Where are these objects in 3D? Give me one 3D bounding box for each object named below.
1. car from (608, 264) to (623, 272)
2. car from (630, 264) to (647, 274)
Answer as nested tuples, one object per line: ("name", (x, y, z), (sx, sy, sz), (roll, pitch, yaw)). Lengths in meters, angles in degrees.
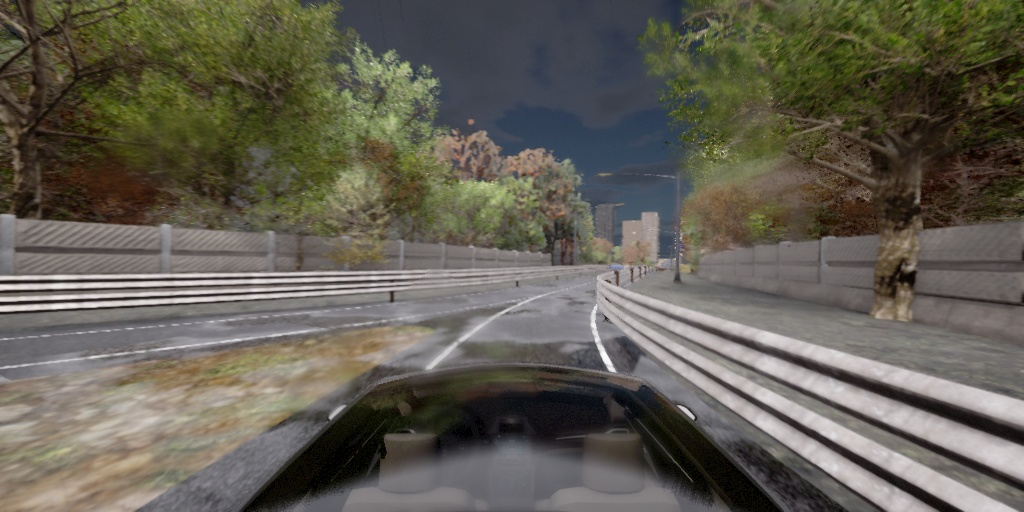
("car", (17.467, 2.148, 60.252), (1.882, 1.535, 5.008), (1, -1, 24))
("car", (20.977, 2.303, 60.101), (1.994, 1.385, 4.181), (1, -1, 24))
